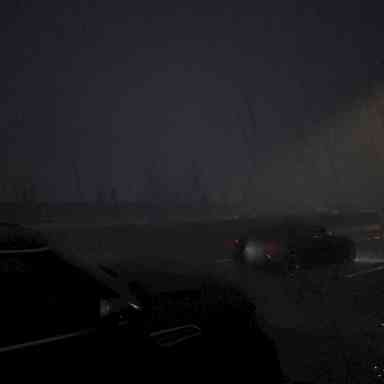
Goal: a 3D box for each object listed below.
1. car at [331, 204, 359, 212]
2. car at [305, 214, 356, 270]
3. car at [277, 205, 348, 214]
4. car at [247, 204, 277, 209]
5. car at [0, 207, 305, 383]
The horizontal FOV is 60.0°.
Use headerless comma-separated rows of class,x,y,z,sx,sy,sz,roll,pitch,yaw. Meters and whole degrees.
car,13.594,1.860,30.863,4.553,1.767,2.097,4,-2,-35
car,3.260,1.607,10.367,4.181,1.385,1.994,0,0,-35
car,8.292,1.746,22.793,4.718,1.301,1.895,2,-1,-35
car,6.051,1.755,29.792,5.357,1.411,2.033,2,-1,-35
car,-1.836,1.222,2.437,5.566,2.045,2.150,0,0,-36
